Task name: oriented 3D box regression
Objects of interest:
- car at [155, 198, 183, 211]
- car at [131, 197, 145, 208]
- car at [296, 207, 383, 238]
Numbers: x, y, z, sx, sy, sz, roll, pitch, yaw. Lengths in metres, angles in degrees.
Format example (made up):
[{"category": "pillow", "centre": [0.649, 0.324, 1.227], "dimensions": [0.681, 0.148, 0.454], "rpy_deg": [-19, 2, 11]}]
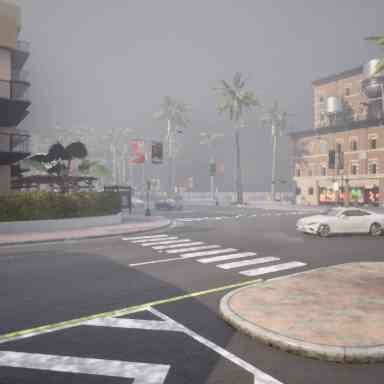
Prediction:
[{"category": "car", "centre": [-3.007, 1.526, 41.544], "dimensions": [1.812, 1.442, 4.674], "rpy_deg": [0, 0, -35]}, {"category": "car", "centre": [-8.815, 1.526, 49.846], "dimensions": [1.812, 1.442, 4.674], "rpy_deg": [0, 0, -35]}, {"category": "car", "centre": [7.818, 1.525, 17.374], "dimensions": [4.674, 1.442, 1.812], "rpy_deg": [0, -1, -10]}]
